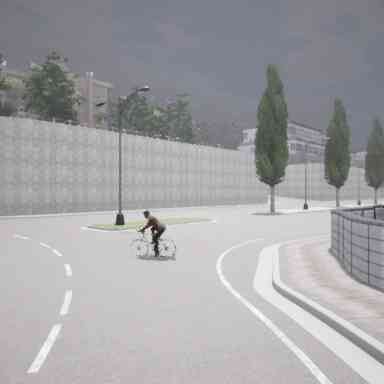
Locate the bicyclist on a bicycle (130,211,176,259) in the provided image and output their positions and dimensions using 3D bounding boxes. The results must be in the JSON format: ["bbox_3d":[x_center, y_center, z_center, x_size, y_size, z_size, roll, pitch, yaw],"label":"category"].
[{"bbox_3d":[-1.356,1.452,11.221,1.656,1.620,0.582,-2,0,12],"label":"bicyclist on a bicycle"}]
